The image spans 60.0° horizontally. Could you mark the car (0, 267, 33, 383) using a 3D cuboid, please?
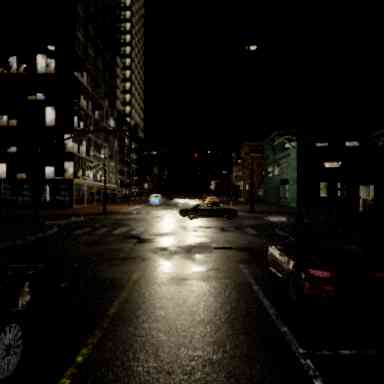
[{"bbox_3d":[-3.089,1.489,2.588,2.128,1.511,4.902,0,0,0],"label":"car"}]

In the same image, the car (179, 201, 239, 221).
[{"bbox_3d":[1.336,1.571,26.412,4.718,1.301,1.895,0,0,1],"label":"car"}]

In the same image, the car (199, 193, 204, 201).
[{"bbox_3d":[2.709,1.245,57.094,2.192,1.841,5.009,1,0,0],"label":"car"}]

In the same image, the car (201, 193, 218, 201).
[{"bbox_3d":[2.706,1.386,45.746,1.967,1.590,4.097,1,0,0],"label":"car"}]

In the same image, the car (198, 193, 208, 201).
[{"bbox_3d":[2.710,1.215,79.790,2.192,1.841,5.009,1,0,0],"label":"car"}]

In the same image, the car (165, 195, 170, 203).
[{"bbox_3d":[-5.675,1.448,62.560,1.752,1.417,4.829,1,0,0],"label":"car"}]

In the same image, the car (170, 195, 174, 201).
[{"bbox_3d":[-5.675,1.489,74.078,1.802,1.307,4.206,1,0,0],"label":"car"}]

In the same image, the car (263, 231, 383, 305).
[{"bbox_3d":[2.826,1.574,7.784,1.802,1.307,4.206,1,0,0],"label":"car"}]

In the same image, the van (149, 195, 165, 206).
[{"bbox_3d":[-5.672,1.279,51.382,1.690,1.788,3.998,1,0,0],"label":"van"}]
